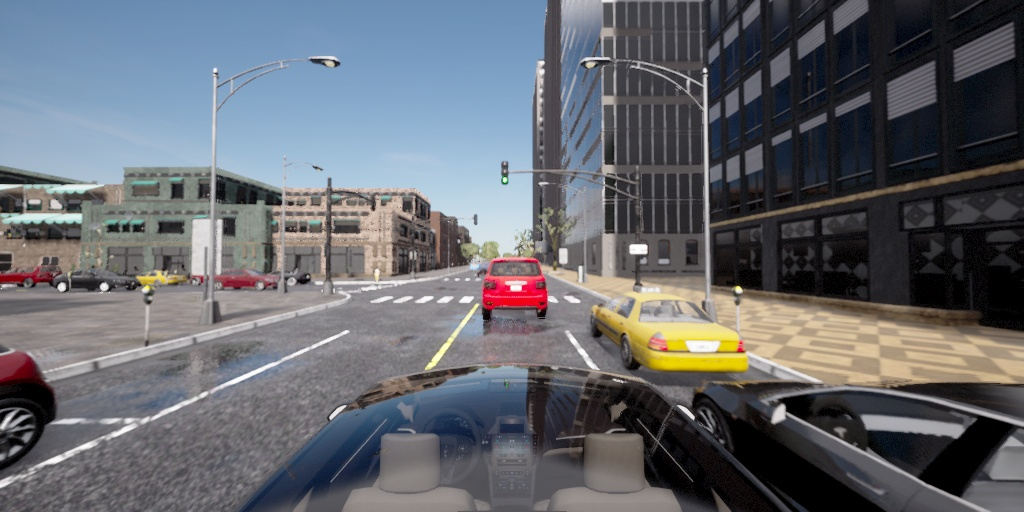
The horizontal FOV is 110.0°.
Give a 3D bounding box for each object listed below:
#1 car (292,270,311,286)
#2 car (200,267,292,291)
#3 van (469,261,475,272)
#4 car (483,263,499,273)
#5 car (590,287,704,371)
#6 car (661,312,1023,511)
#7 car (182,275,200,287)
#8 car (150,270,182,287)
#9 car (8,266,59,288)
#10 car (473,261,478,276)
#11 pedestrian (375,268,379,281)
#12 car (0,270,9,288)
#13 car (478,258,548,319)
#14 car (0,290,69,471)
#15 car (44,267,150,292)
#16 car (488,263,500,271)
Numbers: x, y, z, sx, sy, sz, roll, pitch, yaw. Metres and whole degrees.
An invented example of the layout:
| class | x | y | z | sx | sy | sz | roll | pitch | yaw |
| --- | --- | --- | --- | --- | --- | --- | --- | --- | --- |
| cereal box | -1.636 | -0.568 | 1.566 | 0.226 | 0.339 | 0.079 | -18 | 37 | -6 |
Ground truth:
| class | x | y | z | sx | sy | sz | roll | pitch | yaw |
| --- | --- | --- | --- | --- | --- | --- | --- | --- | --- |
| car | -19.428 | 1.819 | 30.524 | 4.313 | 1.339 | 1.948 | 0 | 0 | 1 |
| car | -18.274 | 1.624 | 24.733 | 4.674 | 1.442 | 1.812 | -1 | -1 | 1 |
| van | -5.720 | 1.598 | 56.492 | 1.690 | 1.789 | 3.998 | 0 | 0 | 0 |
| car | -3.122 | 1.774 | 53.221 | 2.033 | 1.411 | 5.357 | 0 | -1 | 0 |
| car | 2.826 | 1.328 | 7.638 | 1.751 | 1.417 | 4.829 | 0 | 0 | 0 |
| car | 2.658 | 1.317 | 1.825 | 1.948 | 1.339 | 4.313 | 0 | 0 | 0 |
| car | -24.975 | 1.747 | 30.592 | 4.097 | 1.591 | 1.967 | 0 | 0 | 1 |
| car | -30.693 | 1.886 | 30.661 | 4.829 | 1.417 | 1.751 | 0 | 0 | 1 |
| car | -41.618 | 1.783 | 30.793 | 5.009 | 1.841 | 2.192 | 0 | 0 | 1 |
| car | -3.123 | 1.679 | 43.034 | 2.033 | 1.411 | 5.357 | 0 | -1 | 0 |
| pedestrian | -12.562 | 1.681 | 33.402 | 0.375 | 1.300 | 0.375 | 0 | -1 | 1 |
| car | -39.315 | 1.851 | 25.000 | 5.357 | 1.411 | 2.033 | -1 | -1 | 1 |
| car | -0.001 | 1.082 | 13.581 | 2.150 | 2.045 | 5.566 | 0 | 0 | -3 |
| car | -5.690 | 1.192 | 1.874 | 1.967 | 1.591 | 4.097 | 0 | 0 | 0 |
| car | -28.679 | 1.704 | 24.865 | 4.892 | 1.490 | 1.837 | -1 | -1 | 1 |
| car | -3.089 | 1.923 | 63.515 | 1.895 | 1.301 | 4.718 | 0 | -1 | 0 |
